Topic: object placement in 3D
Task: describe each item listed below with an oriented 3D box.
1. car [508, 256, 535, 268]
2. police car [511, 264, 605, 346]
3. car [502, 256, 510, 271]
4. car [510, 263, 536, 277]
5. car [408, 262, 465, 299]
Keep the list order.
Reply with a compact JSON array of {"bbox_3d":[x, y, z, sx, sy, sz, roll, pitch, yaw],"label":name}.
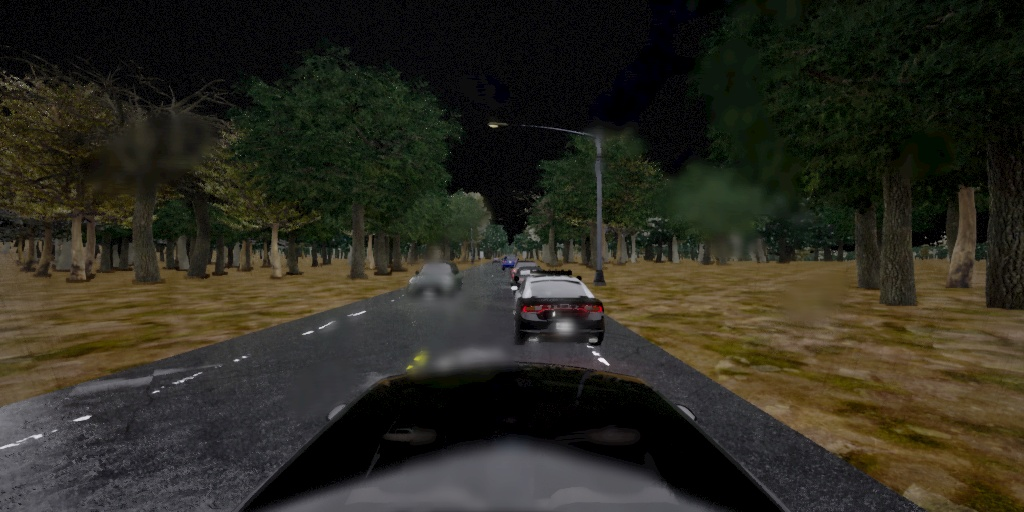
[{"bbox_3d":[0.934,1.101,25.439,2.097,1.767,4.553,0,0,0],"label":"car"},{"bbox_3d":[1.013,1.178,9.575,1.930,1.638,5.238,0,0,0],"label":"police car"},{"bbox_3d":[-0.206,0.952,49.465,2.150,2.045,5.566,0,0,0],"label":"car"},{"bbox_3d":[0.965,1.279,19.468,1.812,1.442,4.674,0,0,0],"label":"car"},{"bbox_3d":[-3.678,1.105,18.094,2.097,1.767,4.553,0,0,0],"label":"car"}]
